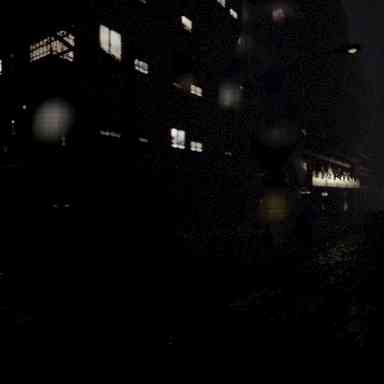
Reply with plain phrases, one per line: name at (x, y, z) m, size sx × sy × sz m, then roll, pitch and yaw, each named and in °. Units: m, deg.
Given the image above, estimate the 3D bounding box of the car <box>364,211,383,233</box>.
car at (12.847, 1.992, 22.658) m, size 1.752 × 1.417 × 4.829 m, roll -2°, pitch -2°, yaw 35°
